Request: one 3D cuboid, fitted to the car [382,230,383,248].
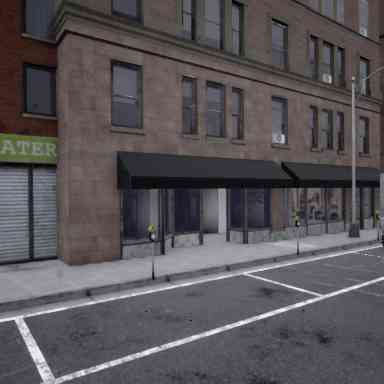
[{"bbox_3d":[9.199,1.540,13.104,4.507,1.381,1.887,0,-1,-35],"label":"car"}]
